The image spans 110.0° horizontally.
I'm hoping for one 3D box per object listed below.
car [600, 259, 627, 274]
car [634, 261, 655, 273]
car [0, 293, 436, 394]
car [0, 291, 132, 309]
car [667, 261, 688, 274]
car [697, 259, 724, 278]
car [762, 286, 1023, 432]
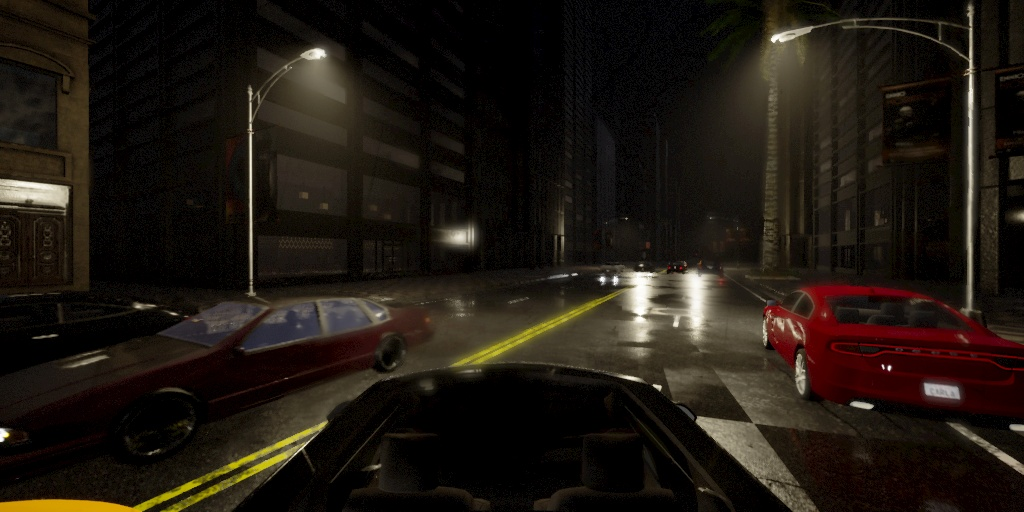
[{"bbox_3d":[11.655,1.369,41.789,1.895,1.301,4.718,0,0,27],"label":"car"},{"bbox_3d":[15.947,1.334,43.019,1.994,1.385,4.181,0,0,27],"label":"car"},{"bbox_3d":[-3.440,1.297,5.361,2.033,1.411,5.357,0,0,27],"label":"car"},{"bbox_3d":[-7.258,1.276,5.048,1.812,1.442,4.674,0,0,27],"label":"car"},{"bbox_3d":[18.656,1.317,40.748,2.033,1.411,5.357,0,0,27],"label":"car"},{"bbox_3d":[19.295,1.118,34.925,2.097,1.767,4.553,0,0,27],"label":"car"},{"bbox_3d":[5.514,1.228,5.852,1.882,1.535,5.008,0,0,27],"label":"car"}]
